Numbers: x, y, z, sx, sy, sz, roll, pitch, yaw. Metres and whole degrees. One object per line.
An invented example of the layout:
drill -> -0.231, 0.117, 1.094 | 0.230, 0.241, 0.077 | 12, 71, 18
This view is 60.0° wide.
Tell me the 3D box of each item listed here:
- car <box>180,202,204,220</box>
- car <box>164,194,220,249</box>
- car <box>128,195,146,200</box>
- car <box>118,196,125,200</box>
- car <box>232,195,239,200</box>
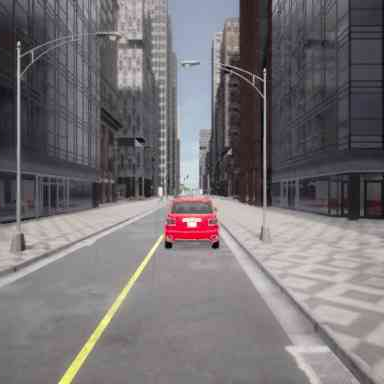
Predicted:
car -> 0.000, 1.612, 29.680 | 1.895, 1.301, 4.718 | 0, 0, 0
car -> 0.000, 1.255, 14.680 | 2.150, 2.045, 5.566 | 0, 0, 0
car -> -15.016, 1.541, 90.165 | 4.829, 1.417, 1.752 | 0, 0, 0
car -> -20.618, 1.556, 90.199 | 4.829, 1.417, 1.752 | 0, 0, 0
car -> 11.895, 1.362, 81.477 | 4.097, 1.590, 1.967 | 0, 0, 0
